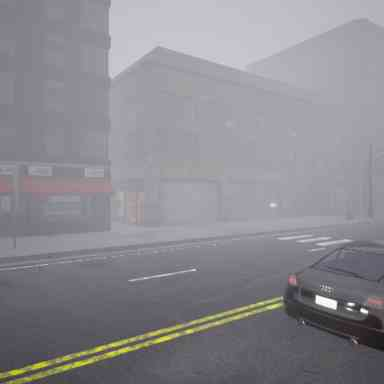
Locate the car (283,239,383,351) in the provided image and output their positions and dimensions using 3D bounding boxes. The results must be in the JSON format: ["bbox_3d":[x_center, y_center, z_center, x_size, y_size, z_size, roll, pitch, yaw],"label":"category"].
[{"bbox_3d":[3.585,1.567,5.976,4.181,1.385,1.994,0,0,-35],"label":"car"}]
